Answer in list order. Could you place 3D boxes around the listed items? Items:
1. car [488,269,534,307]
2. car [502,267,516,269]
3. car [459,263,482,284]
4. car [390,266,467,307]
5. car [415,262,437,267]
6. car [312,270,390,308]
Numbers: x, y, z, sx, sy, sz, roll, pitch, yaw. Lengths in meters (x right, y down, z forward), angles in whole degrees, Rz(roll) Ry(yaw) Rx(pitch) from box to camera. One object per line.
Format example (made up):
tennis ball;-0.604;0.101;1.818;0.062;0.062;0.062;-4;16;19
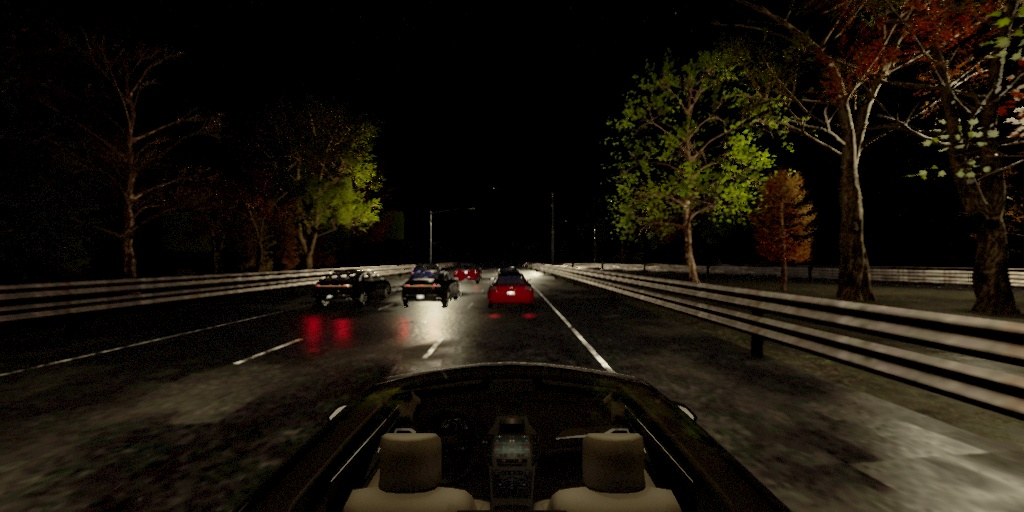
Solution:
car;-0.055;1.462;16.364;1.994;1.385;4.181;0;-1;0
car;-0.264;1.621;31.393;1.994;1.385;4.181;0;-1;-1
car;-3.758;1.404;31.123;2.097;1.767;4.553;0;-1;-1
car;-3.553;1.390;16.292;2.128;1.511;4.902;0;0;0
car;-7.258;1.404;31.070;2.097;1.767;4.553;0;-1;-1
car;-7.053;1.390;16.270;2.128;1.511;4.902;0;0;0
